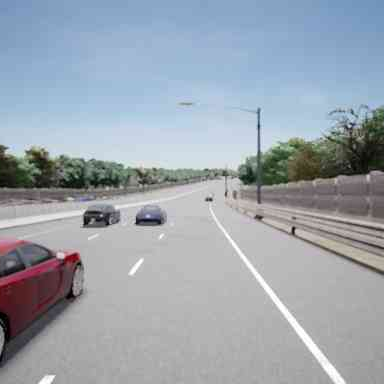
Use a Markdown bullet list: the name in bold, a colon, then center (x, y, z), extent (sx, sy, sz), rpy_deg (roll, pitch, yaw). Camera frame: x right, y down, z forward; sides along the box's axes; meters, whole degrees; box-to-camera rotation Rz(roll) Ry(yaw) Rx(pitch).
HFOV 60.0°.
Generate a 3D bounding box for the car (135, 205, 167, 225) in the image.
- **car**: center (-3.092, 1.710, 25.706), extent (1.994, 1.385, 4.181), rpy_deg (0, 0, 1)

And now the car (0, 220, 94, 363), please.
- **car**: center (-3.373, 1.497, 5.519), extent (1.882, 1.535, 5.008), rpy_deg (0, 0, 0)

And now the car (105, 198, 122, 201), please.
- **car**: center (-15.494, 1.916, 68.451), extent (2.033, 1.411, 5.357), rpy_deg (0, 0, 3)

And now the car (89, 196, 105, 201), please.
- **car**: center (-18.987, 1.892, 68.668), extent (1.812, 1.442, 4.674), rpy_deg (0, 0, 3)

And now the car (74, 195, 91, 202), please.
- **car**: center (-22.481, 1.584, 68.857), extent (2.150, 2.045, 5.566), rpy_deg (0, 0, 3)

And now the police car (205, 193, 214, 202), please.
- **police car**: center (4.455, 1.826, 88.648), extent (1.930, 1.638, 5.238), rpy_deg (0, 0, 4)

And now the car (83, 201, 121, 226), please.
- **car**: center (-6.614, 1.639, 24.804), extent (1.837, 1.490, 4.892), rpy_deg (0, 0, 1)
